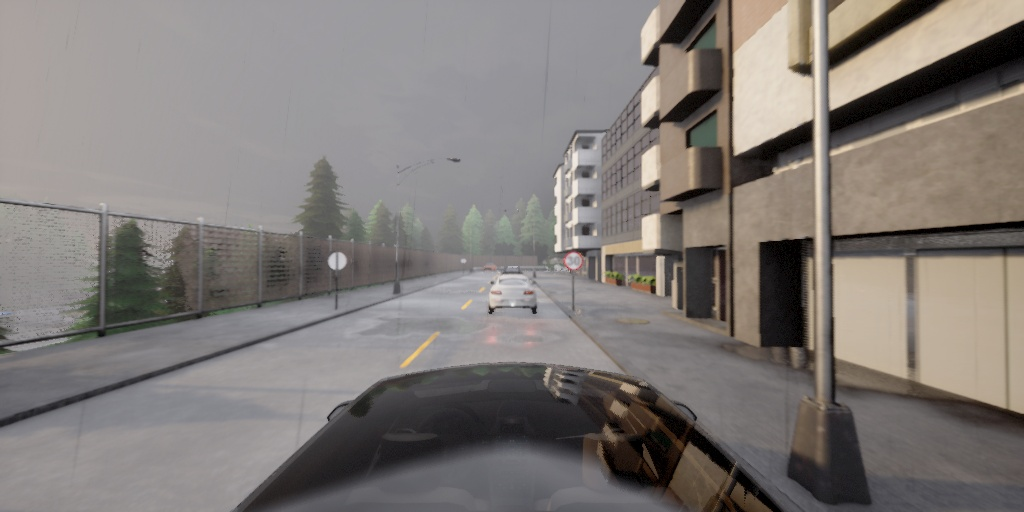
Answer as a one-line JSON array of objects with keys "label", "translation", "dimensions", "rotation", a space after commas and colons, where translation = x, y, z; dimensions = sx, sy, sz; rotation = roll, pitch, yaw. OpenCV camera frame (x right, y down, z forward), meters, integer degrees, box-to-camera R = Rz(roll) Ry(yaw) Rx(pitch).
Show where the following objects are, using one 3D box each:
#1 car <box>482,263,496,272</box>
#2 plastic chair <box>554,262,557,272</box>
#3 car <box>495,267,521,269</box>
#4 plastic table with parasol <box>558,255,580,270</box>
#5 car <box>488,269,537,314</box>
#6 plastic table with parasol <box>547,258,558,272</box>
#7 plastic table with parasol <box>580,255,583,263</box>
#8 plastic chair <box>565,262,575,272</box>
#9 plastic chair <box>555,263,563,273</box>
[{"label": "car", "translation": [-4.024, 1.976, 64.103], "dimensions": [2.097, 1.767, 4.553], "rotation": [0, -1, 4]}, {"label": "plastic chair", "translation": [7.993, 2.114, 61.336], "dimensions": [0.750, 1.272, 0.730], "rotation": [0, 0, 10]}, {"label": "car", "translation": [0.040, 1.625, 29.089], "dimensions": [2.128, 1.511, 4.902], "rotation": [0, -1, 1]}, {"label": "plastic table with parasol", "translation": [9.234, 1.470, 58.437], "dimensions": [2.482, 2.480, 2.482], "rotation": [0, 0, 0]}, {"label": "car", "translation": [0.048, 1.458, 14.783], "dimensions": [1.812, 1.442, 4.674], "rotation": [0, -1, 1]}, {"label": "plastic table with parasol", "translation": [7.772, 1.530, 62.746], "dimensions": [2.482, 2.480, 2.482], "rotation": [0, 0, 0]}, {"label": "plastic table with parasol", "translation": [12.632, 1.520, 62.029], "dimensions": [2.482, 2.480, 2.482], "rotation": [0, 0, 0]}, {"label": "plastic chair", "translation": [9.246, 2.054, 57.007], "dimensions": [0.750, 1.272, 0.730], "rotation": [0, 0, 10]}, {"label": "plastic chair", "translation": [7.754, 2.077, 58.626], "dimensions": [0.730, 1.272, 0.750], "rotation": [0, 0, 10]}]
